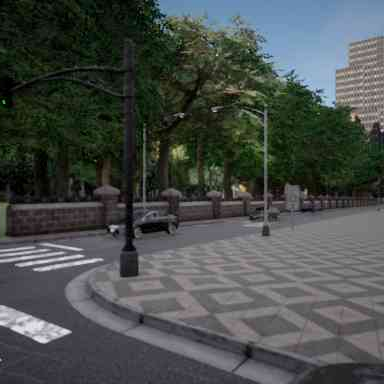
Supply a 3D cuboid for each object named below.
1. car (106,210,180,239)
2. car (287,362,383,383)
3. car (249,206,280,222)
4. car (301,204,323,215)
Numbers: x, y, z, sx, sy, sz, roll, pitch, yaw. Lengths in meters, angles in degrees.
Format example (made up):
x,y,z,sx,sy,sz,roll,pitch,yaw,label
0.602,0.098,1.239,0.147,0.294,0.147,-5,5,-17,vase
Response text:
x,y,z,sx,sy,sz,roll,pitch,yaw,label
-2.743,1.819,19.570,2.128,1.511,4.902,0,-1,37,car
2.369,1.550,1.273,4.403,1.369,2.008,0,0,36,car
7.473,2.200,34.053,1.837,1.490,4.892,0,-1,35,car
17.246,2.452,47.739,1.895,1.301,4.718,0,-1,35,car
